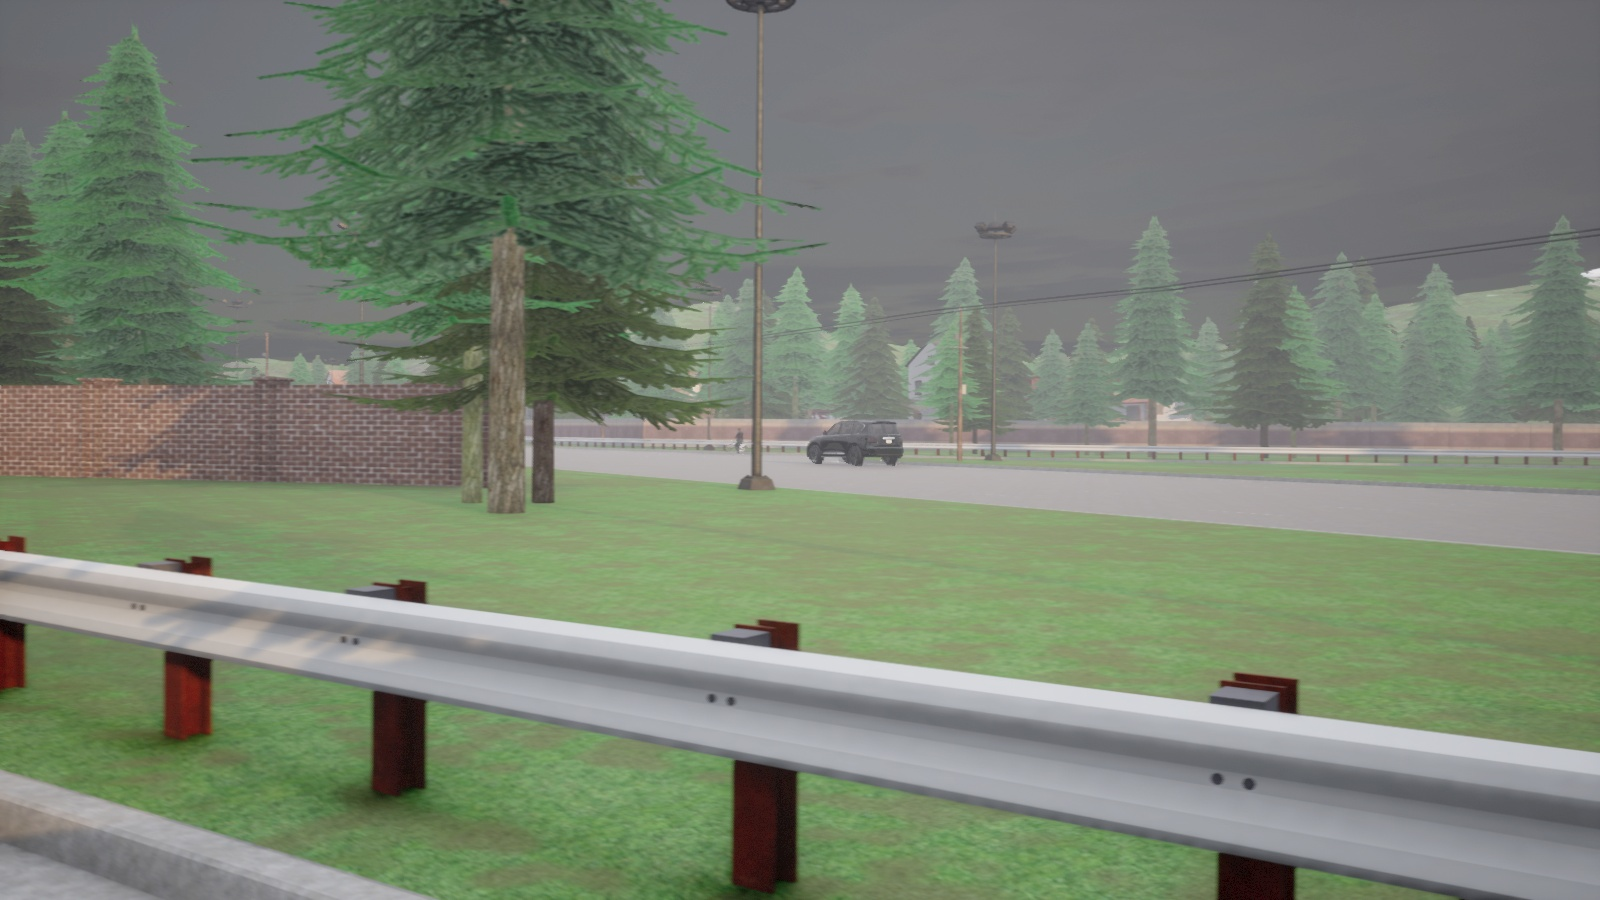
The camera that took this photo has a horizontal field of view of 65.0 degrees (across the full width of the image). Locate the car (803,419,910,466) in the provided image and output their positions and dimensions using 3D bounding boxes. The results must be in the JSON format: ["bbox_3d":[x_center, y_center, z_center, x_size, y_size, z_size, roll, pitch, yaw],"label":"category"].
[{"bbox_3d":[2.508,-0.371,57.516,2.150,2.045,5.566,-1,1,-32],"label":"car"}]
